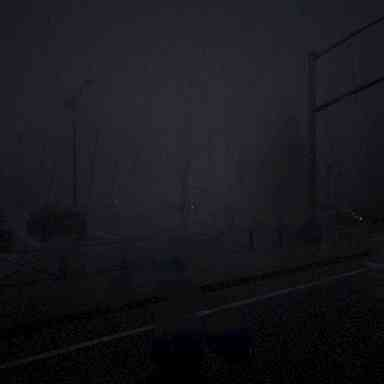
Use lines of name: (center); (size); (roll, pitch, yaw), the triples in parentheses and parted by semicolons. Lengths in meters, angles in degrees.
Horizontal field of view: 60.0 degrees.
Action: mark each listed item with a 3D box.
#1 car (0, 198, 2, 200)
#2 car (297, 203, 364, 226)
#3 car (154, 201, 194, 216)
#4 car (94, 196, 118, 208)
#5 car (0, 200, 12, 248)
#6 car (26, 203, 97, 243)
car: (-21.554, 1.371, 36.455); (1.845, 1.501, 3.633); (0, 0, -36)
car: (9.718, 1.510, 23.642); (1.812, 1.442, 4.674); (0, 0, -35)
car: (-1.808, 1.588, 33.049); (1.895, 1.301, 4.718); (0, 0, -36)
car: (-12.301, 1.405, 47.418); (2.097, 1.767, 4.553); (0, 0, -36)
car: (-8.797, 1.330, 13.487); (2.152, 1.636, 5.027); (0, 0, -36)
car: (-6.287, 1.337, 15.368); (2.007, 1.523, 4.514); (0, 0, -36)
